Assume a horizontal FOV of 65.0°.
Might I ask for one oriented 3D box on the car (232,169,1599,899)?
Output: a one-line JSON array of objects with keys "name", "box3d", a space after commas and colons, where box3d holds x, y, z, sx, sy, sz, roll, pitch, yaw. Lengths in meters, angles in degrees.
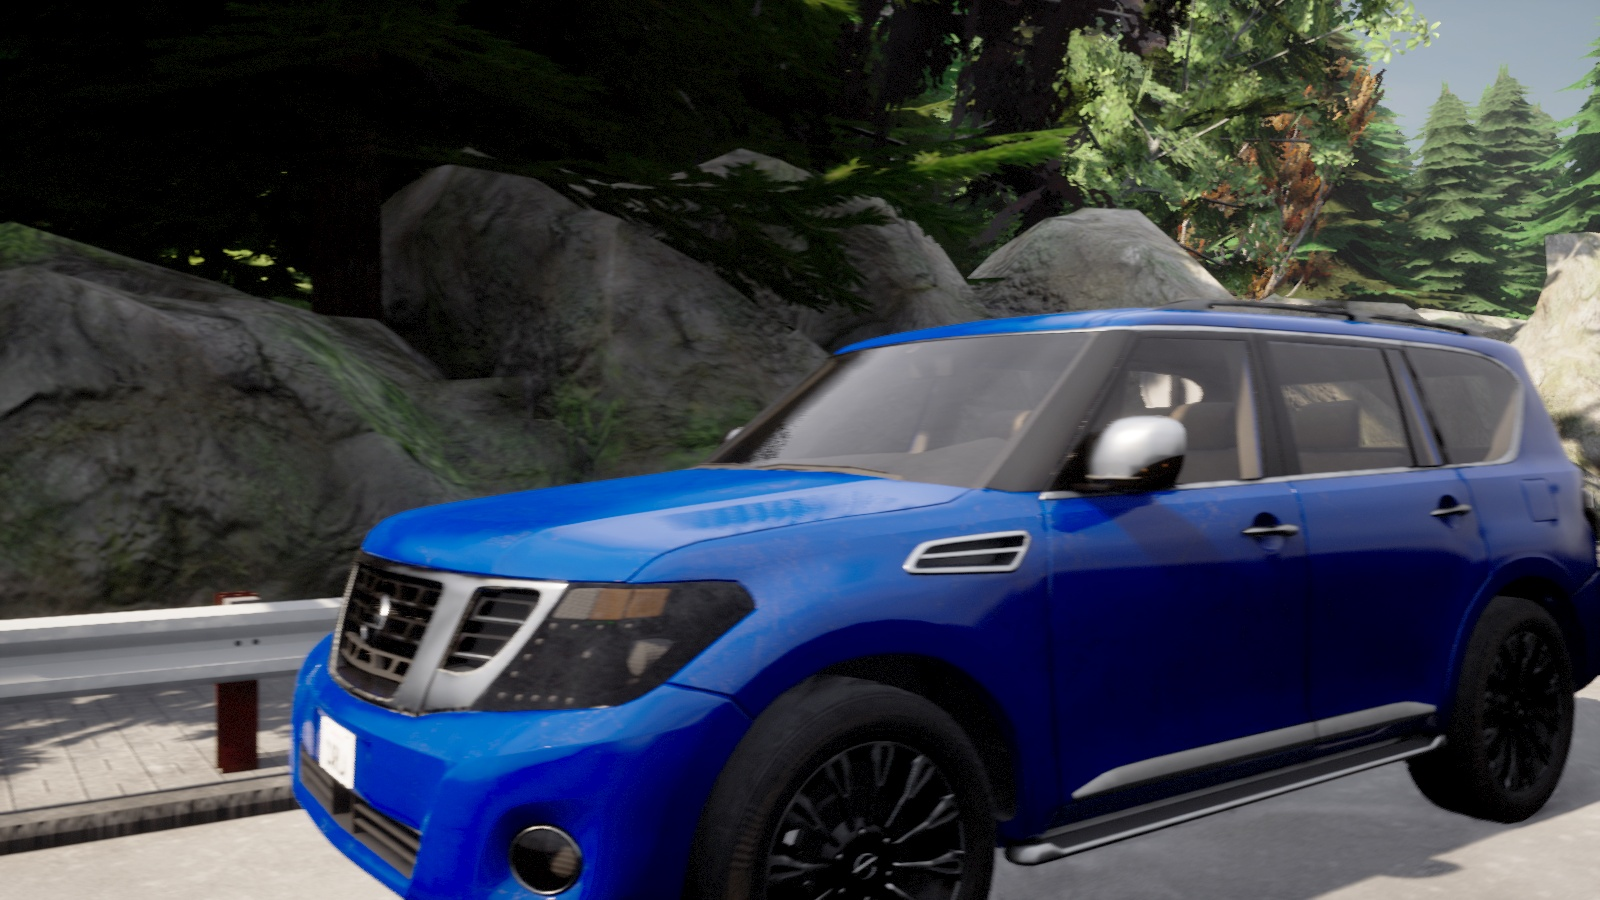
[{"name": "car", "box3d": [0.980, 0.459, 4.952, 5.566, 2.045, 2.150, 0, 0, -35]}]
